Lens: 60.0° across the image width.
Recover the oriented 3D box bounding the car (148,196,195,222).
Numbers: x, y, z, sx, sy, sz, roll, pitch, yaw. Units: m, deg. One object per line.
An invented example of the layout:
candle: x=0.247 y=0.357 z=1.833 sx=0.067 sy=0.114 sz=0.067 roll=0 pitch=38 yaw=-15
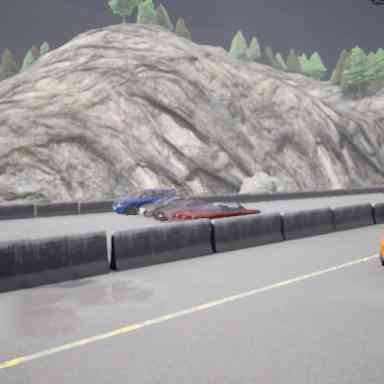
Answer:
car: x=-0.258 y=1.175 z=21.003 sx=4.181 sy=1.385 sz=1.994 roll=-2 pitch=1 yaw=-35

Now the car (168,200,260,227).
car: x=1.388 y=1.228 z=17.881 sx=4.718 sy=1.301 sz=1.895 roll=-2 pitch=1 yaw=-35

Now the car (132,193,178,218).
car: x=-1.492 y=1.071 z=24.423 sx=4.902 sy=1.511 sz=2.128 roll=-2 pitch=1 yaw=-35

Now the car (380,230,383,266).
car: x=6.902 y=1.007 z=8.670 sx=4.553 sy=1.767 sz=2.097 roll=-2 pitch=1 yaw=-35

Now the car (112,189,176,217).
car: x=-3.681 y=0.807 z=27.161 sx=5.566 sy=2.045 sz=2.150 roll=-2 pitch=1 yaw=-35
